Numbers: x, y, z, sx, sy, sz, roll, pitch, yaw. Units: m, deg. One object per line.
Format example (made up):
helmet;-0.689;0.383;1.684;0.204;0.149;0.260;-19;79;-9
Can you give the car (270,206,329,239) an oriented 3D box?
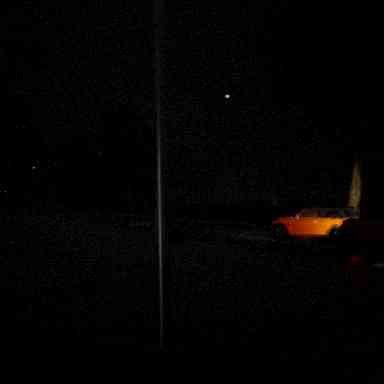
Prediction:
car;6.231;1.496;16.838;2.097;1.767;4.553;-1;-1;-43

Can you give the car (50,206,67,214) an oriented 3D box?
car;-22.934;3.016;57.095;1.994;1.385;4.181;-1;-1;-36

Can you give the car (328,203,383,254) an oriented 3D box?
car;7.222;1.286;11.040;2.150;2.045;5.566;-1;-1;-10
